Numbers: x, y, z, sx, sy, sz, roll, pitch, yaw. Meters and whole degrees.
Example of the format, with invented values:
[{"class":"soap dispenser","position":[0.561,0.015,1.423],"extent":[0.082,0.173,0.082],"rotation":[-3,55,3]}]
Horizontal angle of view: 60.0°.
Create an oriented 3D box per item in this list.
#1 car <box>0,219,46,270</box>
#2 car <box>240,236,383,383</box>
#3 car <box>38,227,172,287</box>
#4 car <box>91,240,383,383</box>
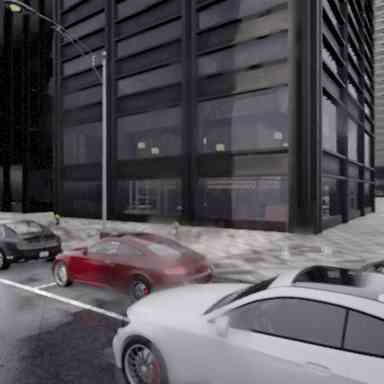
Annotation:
[{"class":"car","position":[-6.096,1.585,10.978],"extent":[4.403,1.369,2.008],"rotation":[0,0,35]},{"class":"car","position":[3.090,1.551,4.444],"extent":[4.403,1.369,2.008],"rotation":[0,0,35]},{"class":"car","position":[-1.503,1.598,7.711],"extent":[4.206,1.307,1.802],"rotation":[0,0,35]},{"class":"car","position":[1.239,1.529,3.414],"extent":[4.674,1.442,1.812],"rotation":[0,0,35]}]
